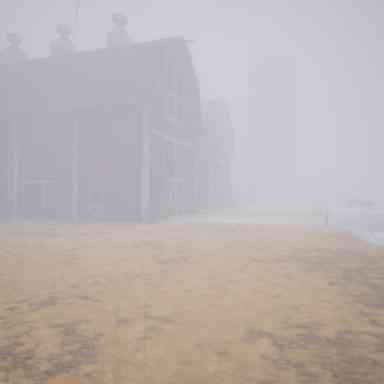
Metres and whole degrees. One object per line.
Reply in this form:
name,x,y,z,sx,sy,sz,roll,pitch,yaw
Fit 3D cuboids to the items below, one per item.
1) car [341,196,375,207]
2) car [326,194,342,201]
car,25.769,1.530,51.170,4.181,1.381,1.994,0,0,19
car,36.157,1.398,82.505,3.988,1.617,1.851,0,0,19
